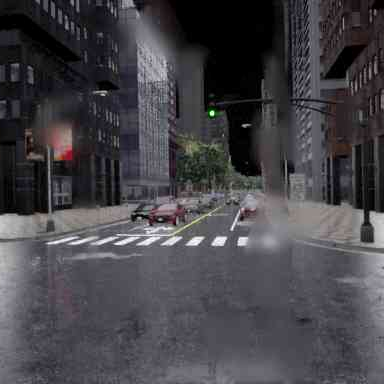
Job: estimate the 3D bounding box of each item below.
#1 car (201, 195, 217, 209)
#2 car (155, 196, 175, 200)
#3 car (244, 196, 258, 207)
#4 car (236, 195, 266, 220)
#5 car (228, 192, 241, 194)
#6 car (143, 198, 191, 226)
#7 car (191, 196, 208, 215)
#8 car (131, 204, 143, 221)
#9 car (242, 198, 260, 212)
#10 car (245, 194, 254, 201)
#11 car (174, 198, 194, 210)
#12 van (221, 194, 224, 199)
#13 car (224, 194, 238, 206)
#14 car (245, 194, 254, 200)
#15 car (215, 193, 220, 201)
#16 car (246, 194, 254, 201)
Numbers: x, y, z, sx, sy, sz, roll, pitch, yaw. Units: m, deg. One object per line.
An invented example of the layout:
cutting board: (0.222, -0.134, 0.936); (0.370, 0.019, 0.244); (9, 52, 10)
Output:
car: (1.833, 1.465, 43.885); (1.837, 1.490, 4.892); (-1, 0, 10)
car: (-2.759, 1.354, 32.919); (2.192, 1.841, 5.009); (-1, 0, 10)
car: (8.368, 1.374, 47.537); (1.887, 1.381, 4.507); (-1, 0, 10)
car: (4.741, 1.313, 26.142); (1.967, 1.590, 4.097); (-1, 0, 10)
car: (8.135, 1.354, 62.681); (2.128, 1.511, 4.902); (-1, 0, 10)
car: (-1.635, 1.480, 23.529); (1.882, 1.535, 5.008); (-1, 0, 9)
car: (0.101, 1.485, 33.698); (1.837, 1.490, 4.892); (-1, 0, 9)
car: (-3.659, 1.616, 27.568); (1.947, 1.339, 4.313); (-1, 0, 10)
car: (6.557, 1.432, 36.839); (1.802, 1.307, 4.206); (-1, 0, 10)
car: (12.897, 1.229, 74.281); (1.967, 1.590, 4.097); (-1, 0, 10)
car: (-0.969, 1.543, 43.450); (1.752, 1.417, 4.829); (-1, 0, 10)
van: (7.212, 1.289, 91.766); (1.690, 1.788, 3.998); (-1, 0, 10)
car: (6.472, 1.479, 52.854); (1.895, 1.301, 4.718); (-1, 0, 10)
car: (14.712, 1.327, 84.978); (2.008, 1.369, 4.403); (-1, 0, 10)
car: (4.492, 1.281, 75.717); (2.192, 1.841, 5.009); (-1, 0, 10)
car: (13.805, 1.327, 79.630); (1.887, 1.381, 4.507); (-1, 0, 10)
